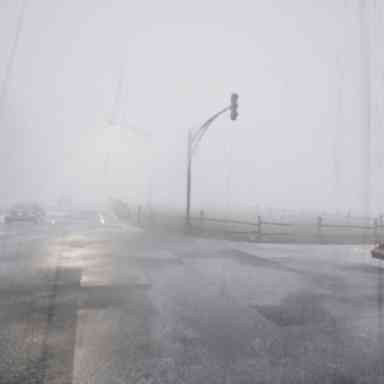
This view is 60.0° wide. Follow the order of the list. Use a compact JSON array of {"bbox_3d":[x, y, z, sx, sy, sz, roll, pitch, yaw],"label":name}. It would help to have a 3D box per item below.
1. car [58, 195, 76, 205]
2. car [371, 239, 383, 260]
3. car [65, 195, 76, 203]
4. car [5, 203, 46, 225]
[{"bbox_3d":[-21.273,1.282,56.149,2.097,1.767,4.553,2,-1,-15],"label":"car"},{"bbox_3d":[9.160,2.049,11.887,5.357,1.411,2.033,2,-2,-14],"label":"car"},{"bbox_3d":[-25.125,1.438,68.744,1.837,1.490,4.892,2,-1,-17],"label":"car"},{"bbox_3d":[-11.442,1.449,23.111,2.033,1.411,5.357,2,-1,-17],"label":"car"}]
